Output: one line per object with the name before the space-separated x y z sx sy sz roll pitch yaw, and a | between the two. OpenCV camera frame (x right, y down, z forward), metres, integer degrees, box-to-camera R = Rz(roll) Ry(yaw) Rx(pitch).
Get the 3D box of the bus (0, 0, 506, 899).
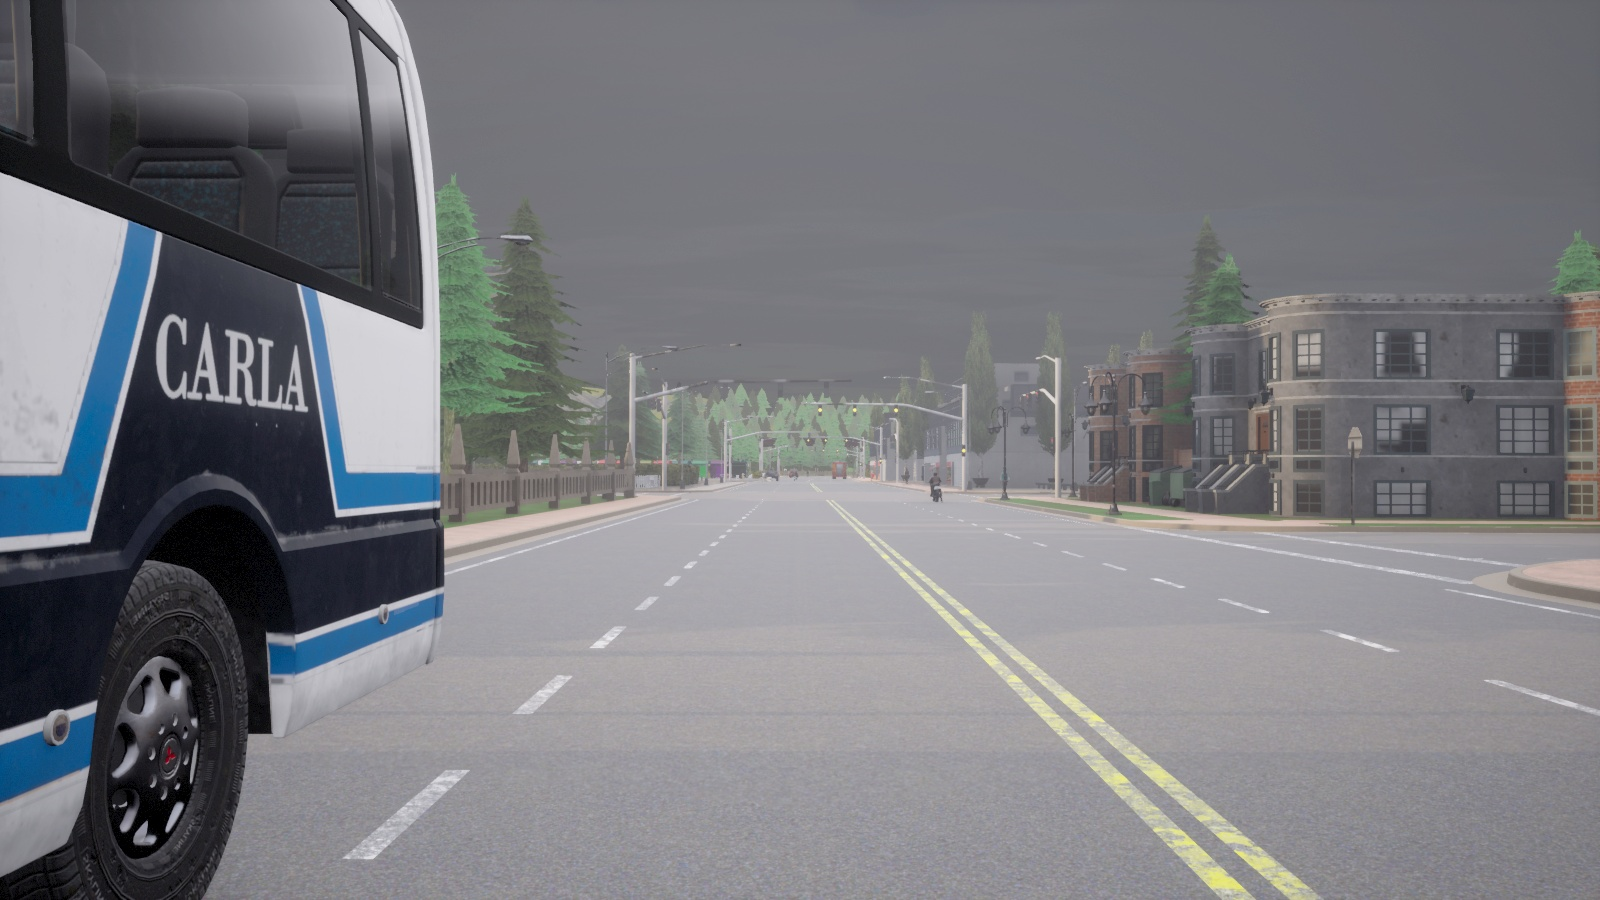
bus | -3.508 -0.523 1.472 3.944 4.253 10.273 0 -1 0
